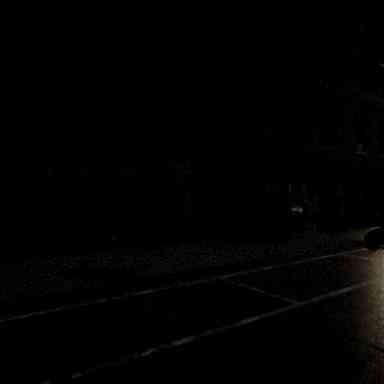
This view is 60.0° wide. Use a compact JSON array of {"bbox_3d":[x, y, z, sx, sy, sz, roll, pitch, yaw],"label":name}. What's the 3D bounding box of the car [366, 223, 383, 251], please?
[{"bbox_3d":[8.460,1.550,12.799,4.313,1.339,1.947,0,0,-36],"label":"car"}]
